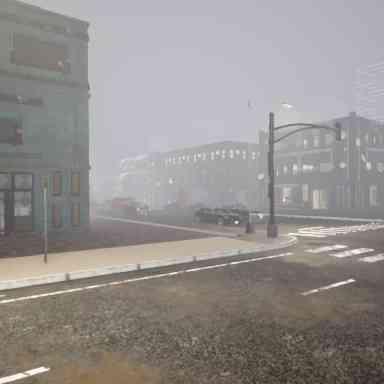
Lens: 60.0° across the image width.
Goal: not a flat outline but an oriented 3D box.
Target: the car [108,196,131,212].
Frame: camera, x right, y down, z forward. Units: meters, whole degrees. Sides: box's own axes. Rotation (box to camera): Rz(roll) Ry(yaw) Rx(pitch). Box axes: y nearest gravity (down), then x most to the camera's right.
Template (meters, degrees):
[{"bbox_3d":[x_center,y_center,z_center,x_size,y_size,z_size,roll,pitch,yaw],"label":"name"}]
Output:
[{"bbox_3d":[-9.100,1.703,45.611,2.150,2.045,5.566,-1,0,-35],"label":"car"}]

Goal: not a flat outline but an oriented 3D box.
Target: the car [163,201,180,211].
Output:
[{"bbox_3d":[-2.424,1.966,46.170,1.802,1.307,4.206,-2,0,-35],"label":"car"}]

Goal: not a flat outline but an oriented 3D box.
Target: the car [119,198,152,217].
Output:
[{"bbox_3d":[-6.051,1.846,36.802,1.967,1.590,4.097,-1,0,-35],"label":"car"}]

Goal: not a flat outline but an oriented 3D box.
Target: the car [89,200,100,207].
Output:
[{"bbox_3d":[-18.296,2.269,64.050,1.895,1.301,4.718,-1,0,-36],"label":"car"}]

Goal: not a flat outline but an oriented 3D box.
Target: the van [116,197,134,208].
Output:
[{"bbox_3d":[-12.048,1.907,59.706,1.690,1.788,3.998,-1,0,-35],"label":"van"}]

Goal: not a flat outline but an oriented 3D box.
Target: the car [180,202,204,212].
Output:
[{"bbox_3d":[0.782,1.903,41.659,1.802,1.307,4.206,-2,0,-35],"label":"car"}]

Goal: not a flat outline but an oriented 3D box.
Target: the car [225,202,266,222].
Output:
[{"bbox_3d":[3.861,1.717,27.339,2.128,1.511,4.902,-1,0,-36],"label":"car"}]

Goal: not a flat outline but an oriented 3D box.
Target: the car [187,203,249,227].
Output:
[{"bbox_3d":[1.890,1.814,25.421,1.947,1.339,4.313,-2,0,-35],"label":"car"}]

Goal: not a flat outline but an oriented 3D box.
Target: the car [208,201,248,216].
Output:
[{"bbox_3d":[3.987,1.809,37.146,2.008,1.369,4.403,-2,0,-35],"label":"car"}]

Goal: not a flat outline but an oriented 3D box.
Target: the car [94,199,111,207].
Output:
[{"bbox_3d":[-18.456,2.228,68.730,1.887,1.381,4.507,-1,0,-35],"label":"car"}]

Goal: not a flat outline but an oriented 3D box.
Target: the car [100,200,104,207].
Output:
[{"bbox_3d":[-15.255,1.940,64.218,2.192,1.841,5.009,-1,0,-35],"label":"car"}]

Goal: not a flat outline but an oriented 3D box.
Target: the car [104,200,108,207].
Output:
[{"bbox_3d":[-12.082,1.775,55.297,2.150,2.045,5.566,-1,0,-35],"label":"car"}]
